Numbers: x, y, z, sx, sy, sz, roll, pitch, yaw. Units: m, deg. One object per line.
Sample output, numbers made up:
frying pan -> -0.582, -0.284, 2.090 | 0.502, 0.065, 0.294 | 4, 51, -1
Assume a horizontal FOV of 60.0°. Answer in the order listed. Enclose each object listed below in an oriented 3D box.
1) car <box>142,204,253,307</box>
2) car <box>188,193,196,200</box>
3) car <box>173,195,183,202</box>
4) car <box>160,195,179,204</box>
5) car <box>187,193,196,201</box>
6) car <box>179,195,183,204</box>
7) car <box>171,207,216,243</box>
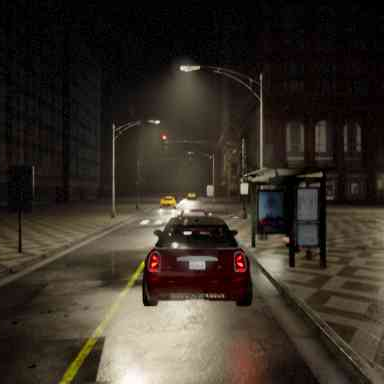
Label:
car -> 0.094, 1.347, 8.147 | 2.097, 1.767, 4.553 | 0, 0, 0
car -> -0.063, 1.071, 84.356 | 1.882, 1.535, 5.008 | 0, 0, 0
car -> -3.055, 1.401, 73.692 | 1.895, 1.301, 4.718 | 0, 0, 0
car -> -3.121, 1.392, 44.078 | 1.882, 1.535, 5.008 | 0, 1, 1
car -> -0.056, 1.392, 74.381 | 1.895, 1.301, 4.718 | 0, 0, 0
car -> -3.116, 1.371, 58.643 | 1.837, 1.490, 4.892 | 0, 0, 0
car -> 0.083, 1.547, 16.791 | 1.994, 1.385, 4.181 | 0, 0, 0
